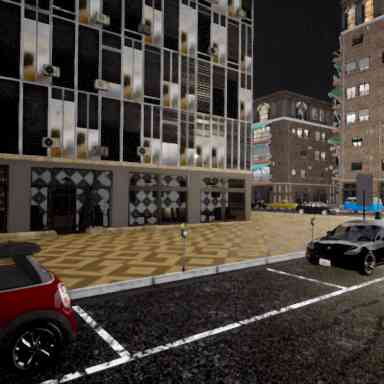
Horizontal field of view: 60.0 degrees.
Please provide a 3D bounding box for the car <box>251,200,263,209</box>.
[{"bbox_3d":[9.698,1.863,51.137,1.947,1.339,4.313,0,-1,-35],"label":"car"}]

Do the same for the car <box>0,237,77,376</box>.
[{"bbox_3d":[-3.647,1.440,3.947,4.097,1.590,1.967,0,1,-35],"label":"car"}]

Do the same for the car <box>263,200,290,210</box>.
[{"bbox_3d":[12.763,1.786,46.716,1.752,1.417,4.829,0,-1,-35],"label":"car"}]

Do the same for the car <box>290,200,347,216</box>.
[{"bbox_3d":[12.294,1.619,32.684,2.008,1.369,4.403,0,-1,-35],"label":"car"}]

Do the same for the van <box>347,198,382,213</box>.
[{"bbox_3d":[19.184,1.524,37.457,1.690,1.788,3.998,0,-1,-35],"label":"van"}]

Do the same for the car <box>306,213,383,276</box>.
[{"bbox_3d":[5.435,1.566,10.415,4.313,1.339,1.947,0,1,-35],"label":"car"}]
